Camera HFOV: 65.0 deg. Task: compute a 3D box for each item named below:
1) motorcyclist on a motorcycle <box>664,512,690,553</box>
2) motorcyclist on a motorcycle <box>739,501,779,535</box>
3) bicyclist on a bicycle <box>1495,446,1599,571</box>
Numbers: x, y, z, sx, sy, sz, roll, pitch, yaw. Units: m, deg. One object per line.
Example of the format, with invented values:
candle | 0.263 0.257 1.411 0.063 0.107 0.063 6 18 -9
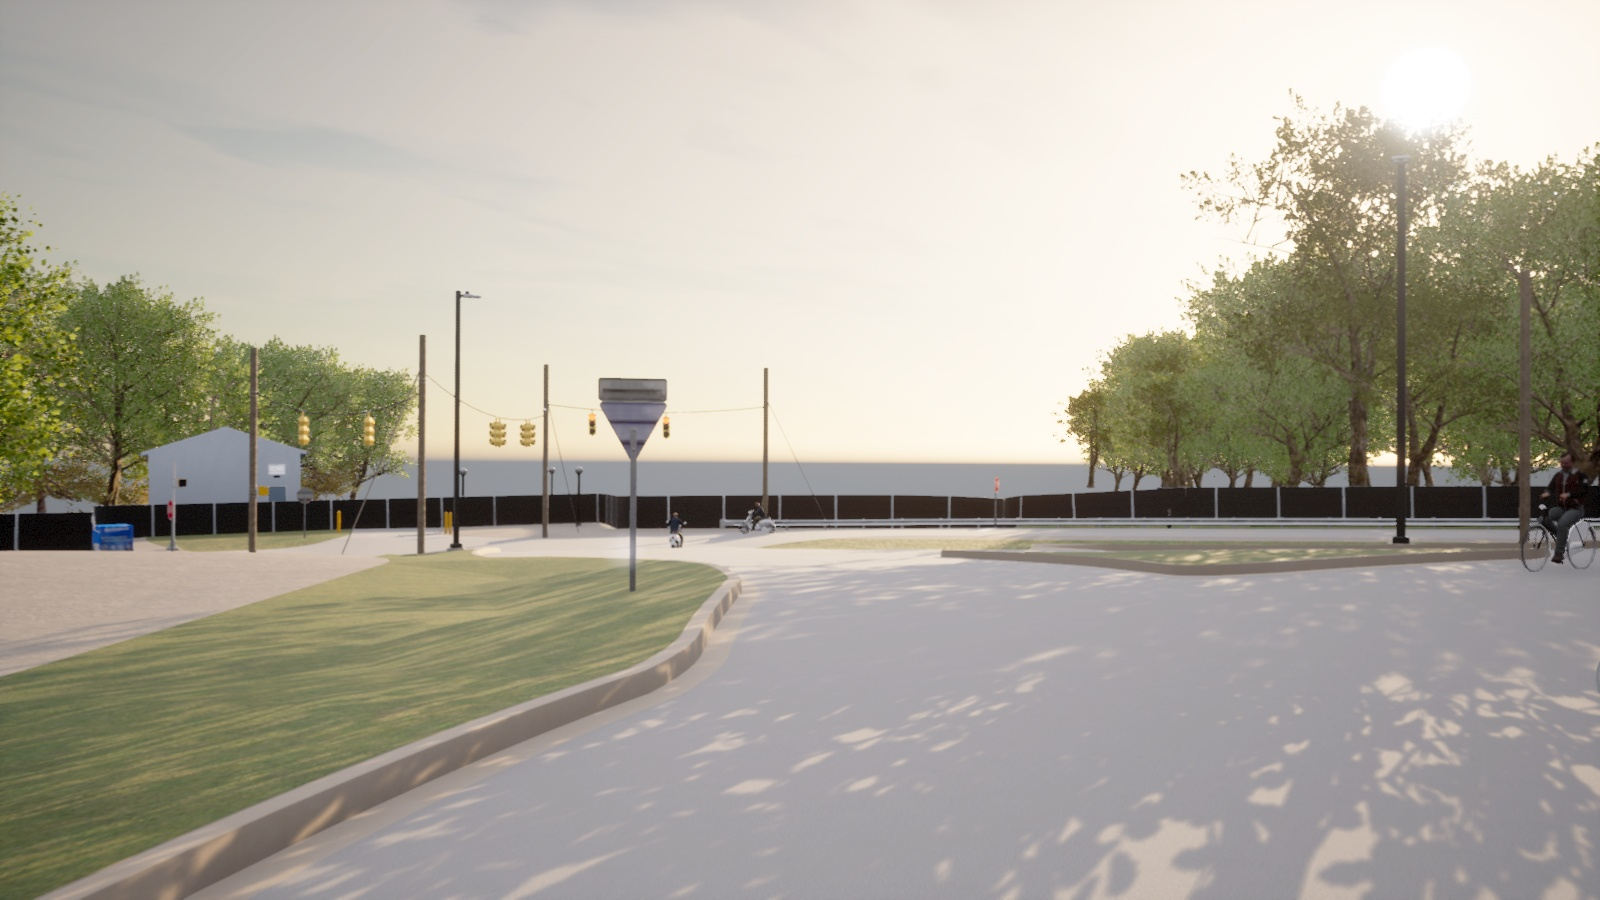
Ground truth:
motorcyclist on a motorcycle | -5.121 3.430 52.444 0.866 1.590 1.817 0 -1 2
motorcyclist on a motorcycle | -2.059 3.393 62.675 1.817 1.590 0.866 -3 0 6
bicyclist on a bicycle | 11.225 0.837 18.649 1.843 1.776 0.659 0 0 -28
